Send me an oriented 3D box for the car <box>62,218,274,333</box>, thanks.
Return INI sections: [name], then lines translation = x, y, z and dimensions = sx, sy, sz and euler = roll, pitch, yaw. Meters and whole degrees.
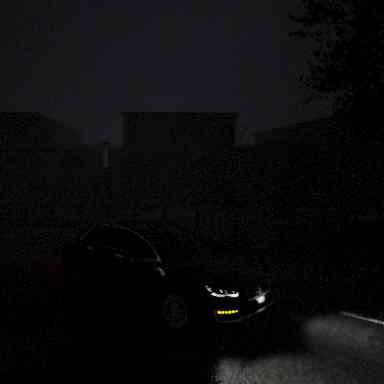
[car]
translation = -0.772, 1.349, 6.664
dimensions = 4.892, 1.490, 1.837
euler = 1, 1, 41
